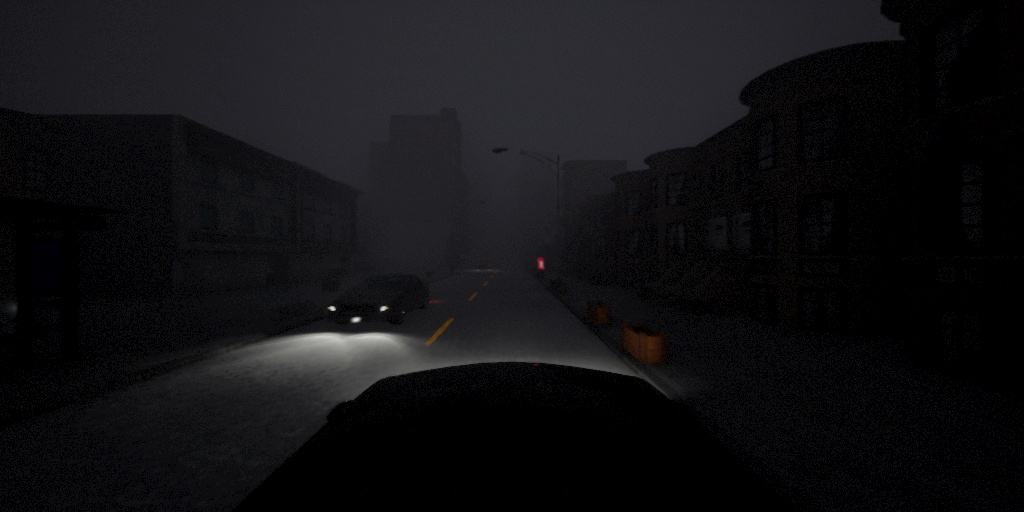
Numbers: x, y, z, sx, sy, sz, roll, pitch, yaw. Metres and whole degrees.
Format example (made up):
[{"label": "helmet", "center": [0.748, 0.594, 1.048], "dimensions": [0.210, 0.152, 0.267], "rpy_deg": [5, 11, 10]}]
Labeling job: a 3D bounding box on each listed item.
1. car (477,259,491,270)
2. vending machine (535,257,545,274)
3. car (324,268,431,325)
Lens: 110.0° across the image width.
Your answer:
[{"label": "car", "center": [-4.110, 1.217, 53.272], "dimensions": [1.882, 1.535, 5.008], "rpy_deg": [0, 0, 0]}, {"label": "vending machine", "center": [4.253, 1.155, 52.522], "dimensions": [1.100, 2.100, 0.880], "rpy_deg": [0, 0, 0]}, {"label": "car", "center": [-4.100, 1.295, 12.082], "dimensions": [2.033, 1.411, 5.357], "rpy_deg": [0, 0, 0]}]
